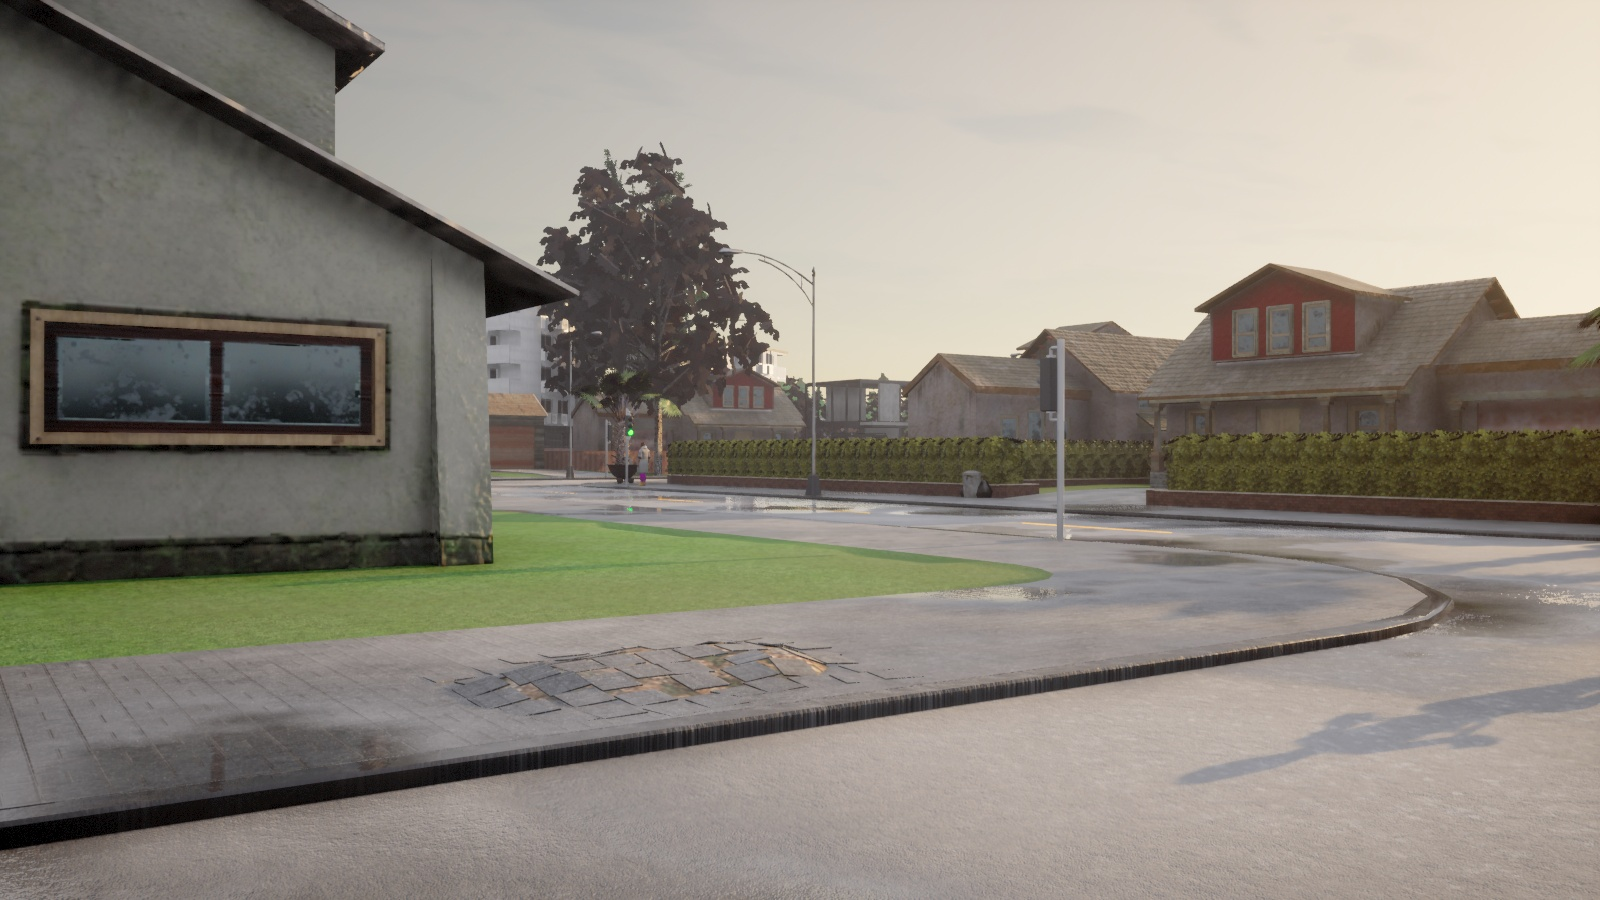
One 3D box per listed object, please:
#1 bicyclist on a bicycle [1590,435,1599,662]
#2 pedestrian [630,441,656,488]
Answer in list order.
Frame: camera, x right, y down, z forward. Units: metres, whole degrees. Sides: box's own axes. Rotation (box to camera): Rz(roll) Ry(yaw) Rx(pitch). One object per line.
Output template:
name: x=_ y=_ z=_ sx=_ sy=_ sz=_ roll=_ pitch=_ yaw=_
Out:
bicyclist on a bicycle: x=6.499 y=0.690 z=9.085 sx=1.509 sy=1.612 sz=0.866 roll=0 pitch=-1 yaw=-39
pedestrian: x=-6.603 y=0.598 z=52.738 sx=0.873 sy=1.952 sz=0.659 roll=0 pitch=0 yaw=35
